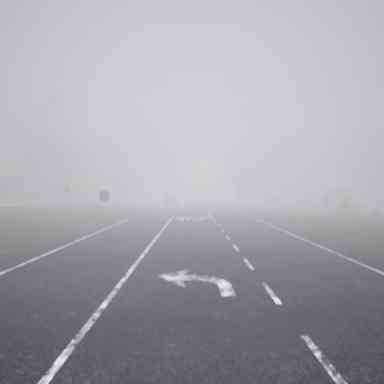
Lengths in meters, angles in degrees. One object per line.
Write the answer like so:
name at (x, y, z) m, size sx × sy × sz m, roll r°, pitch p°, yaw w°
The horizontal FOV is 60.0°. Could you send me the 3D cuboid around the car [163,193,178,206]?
car at (-3.485, 1.191, 55.175) m, size 2.150 × 2.045 × 5.566 m, roll 0°, pitch 0°, yaw 0°
